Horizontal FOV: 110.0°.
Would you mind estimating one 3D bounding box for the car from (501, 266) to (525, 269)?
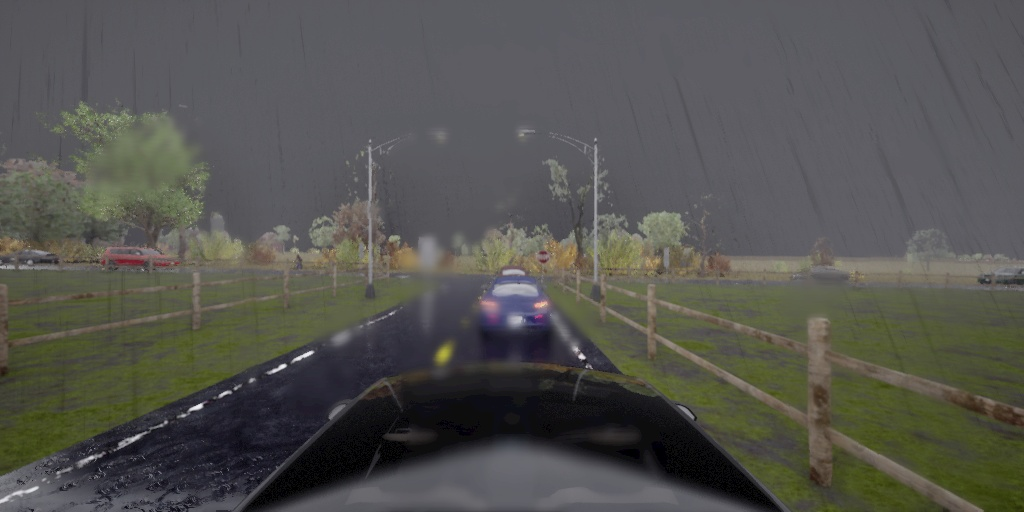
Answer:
[{"bbox_3d":[0.055,1.252,19.287,1.812,1.442,4.674,0,0,-1],"label":"car"}]

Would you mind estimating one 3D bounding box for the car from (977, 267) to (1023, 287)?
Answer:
[{"bbox_3d":[49.045,2.060,34.889,5.566,2.045,2.150,1,1,0],"label":"car"}]

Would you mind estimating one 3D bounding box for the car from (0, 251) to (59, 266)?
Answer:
[{"bbox_3d":[-47.107,0.202,34.938,4.892,1.490,1.837,1,1,0],"label":"car"}]

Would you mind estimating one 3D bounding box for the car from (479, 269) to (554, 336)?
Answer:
[{"bbox_3d":[0.100,1.263,10.233,1.812,1.442,4.674,0,0,0],"label":"car"}]

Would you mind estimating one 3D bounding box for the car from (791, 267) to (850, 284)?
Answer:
[{"bbox_3d":[30.020,1.851,34.986,4.902,1.511,2.128,1,1,0],"label":"car"}]

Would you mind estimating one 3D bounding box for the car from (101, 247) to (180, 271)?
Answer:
[{"bbox_3d":[-33.104,0.262,32.036,5.566,2.045,2.150,1,1,0],"label":"car"}]

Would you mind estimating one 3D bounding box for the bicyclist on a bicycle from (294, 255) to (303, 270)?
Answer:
[{"bbox_3d":[-22.627,0.658,38.022,0.582,1.620,1.656,1,0,0],"label":"bicyclist on a bicycle"}]
